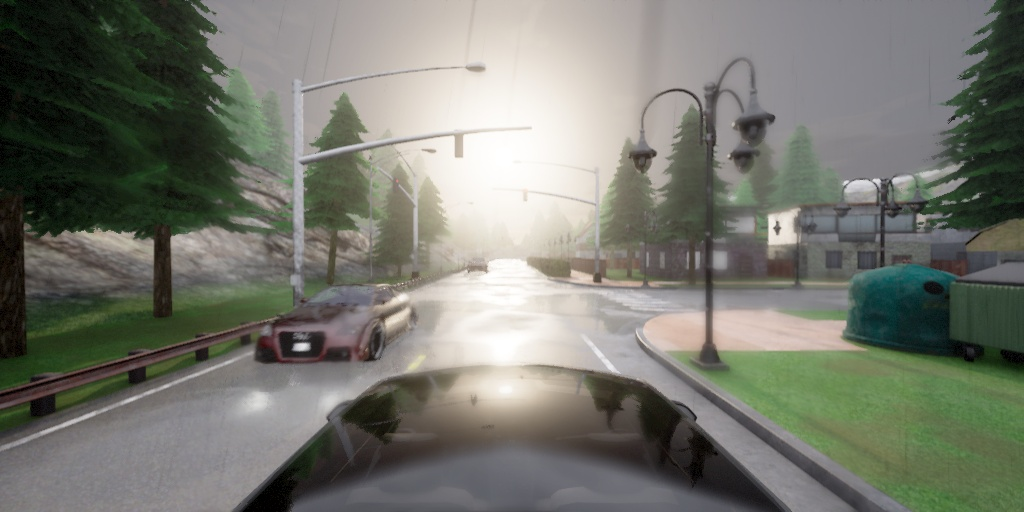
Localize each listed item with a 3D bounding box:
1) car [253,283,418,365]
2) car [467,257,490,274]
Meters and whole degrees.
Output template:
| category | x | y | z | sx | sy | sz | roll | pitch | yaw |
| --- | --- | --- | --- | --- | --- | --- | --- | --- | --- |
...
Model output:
| category | x | y | z | sx | sy | sz | roll | pitch | yaw |
| --- | --- | --- | --- | --- | --- | --- | --- | --- | --- |
| car | -3.494 | 1.306 | 7.954 | 1.994 | 1.385 | 4.181 | 0 | 0 | 0 |
| car | -3.498 | 0.846 | 37.823 | 2.097 | 1.767 | 4.553 | 0 | 0 | 0 |
